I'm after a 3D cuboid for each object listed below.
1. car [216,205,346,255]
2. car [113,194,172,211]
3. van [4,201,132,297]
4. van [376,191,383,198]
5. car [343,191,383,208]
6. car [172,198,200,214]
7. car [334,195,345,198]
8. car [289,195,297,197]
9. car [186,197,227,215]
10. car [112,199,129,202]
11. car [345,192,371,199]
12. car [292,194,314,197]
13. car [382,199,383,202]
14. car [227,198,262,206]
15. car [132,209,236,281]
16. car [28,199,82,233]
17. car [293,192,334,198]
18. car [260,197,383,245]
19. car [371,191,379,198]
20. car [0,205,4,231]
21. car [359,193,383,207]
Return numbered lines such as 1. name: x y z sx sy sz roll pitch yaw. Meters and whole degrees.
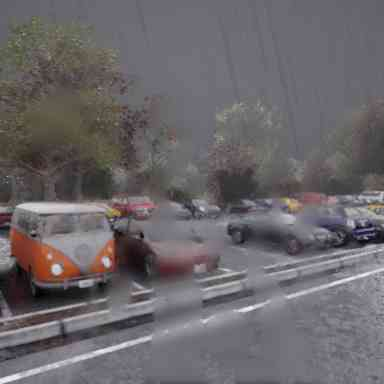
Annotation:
1. car: 3.375 1.491 13.534 2.002 1.452 4.674 0 0 -35
2. car: -4.165 1.199 24.185 2.435 2.045 5.566 0 0 -35
3. van: -3.430 1.280 8.584 1.878 1.987 4.442 0 0 -35
4. van: 14.812 1.125 21.461 1.878 1.987 4.442 -1 0 -35
5. car: 23.104 0.951 43.502 2.435 2.045 5.566 -1 0 -35
6. car: -1.909 1.433 25.819 2.231 1.521 4.892 0 0 -35
7. car: 14.038 1.161 37.029 2.185 1.767 4.553 -1 0 -35
8. car: 7.193 1.350 32.243 2.097 1.535 5.008 -1 0 -35
9. car: 0.352 1.286 27.445 2.185 1.767 4.553 -1 0 -35
10. car: -6.459 1.469 22.605 2.097 1.535 5.008 0 0 -35
11. car: 18.451 1.120 40.220 2.185 1.767 4.553 -1 0 -35
12. car: 9.262 1.327 33.923 1.946 1.575 5.366 -1 0 -35
13. car: 10.092 1.389 18.499 1.946 1.575 5.366 -1 0 -35
14. car: 4.937 1.400 30.607 2.163 1.488 4.792 -1 0 -35
15. car: -1.154 1.517 10.298 2.163 1.488 4.792 0 0 -35
16. car: -8.714 1.362 20.969 2.185 1.767 4.553 0 0 -35
17. car: 11.626 1.058 35.400 2.435 2.045 5.566 -1 0 -35
18. car: 5.667 1.306 15.110 2.185 1.767 4.553 -1 0 -35
19. car: 20.726 1.099 41.826 2.185 1.767 4.553 -1 0 -35
20. car: -11.003 1.505 19.385 2.097 1.535 5.008 0 0 -35
21. car: 25.415 1.056 45.060 2.185 1.767 4.553 -1 0 -35
